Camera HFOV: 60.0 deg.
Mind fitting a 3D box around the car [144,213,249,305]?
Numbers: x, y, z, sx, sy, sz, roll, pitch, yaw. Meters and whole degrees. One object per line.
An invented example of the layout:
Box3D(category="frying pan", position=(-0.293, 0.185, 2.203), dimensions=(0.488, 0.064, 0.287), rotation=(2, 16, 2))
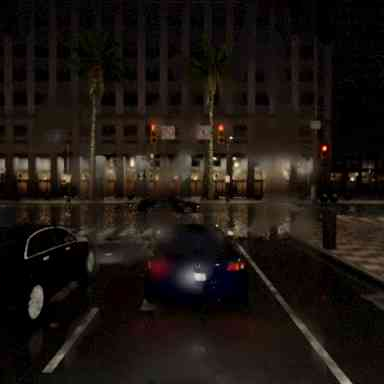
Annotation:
Box3D(category="car", position=(0.084, 1.415, 7.808), dimensions=(1.994, 1.385, 4.181), rotation=(0, 1, 0))

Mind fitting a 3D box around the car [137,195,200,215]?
Box3D(category="car", position=(-1.807, 1.047, 26.095), dimensions=(4.892, 1.490, 1.837), rotation=(0, 1, -3))

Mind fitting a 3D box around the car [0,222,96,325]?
Box3D(category="car", position=(-3.422, 1.375, 6.803), dimensions=(1.837, 1.490, 4.892), rotation=(0, 1, 0))
